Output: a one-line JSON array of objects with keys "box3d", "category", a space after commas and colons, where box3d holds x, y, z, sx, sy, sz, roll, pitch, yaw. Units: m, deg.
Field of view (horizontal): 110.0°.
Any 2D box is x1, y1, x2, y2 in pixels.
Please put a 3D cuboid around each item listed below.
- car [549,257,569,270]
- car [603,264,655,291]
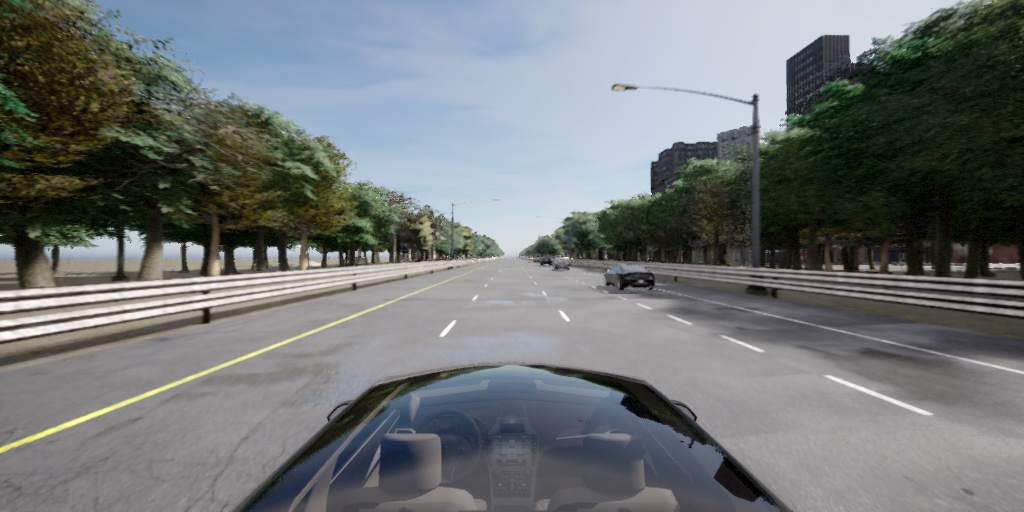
[{"box3d": [7.016, 1.284, 51.845, 2.128, 1.511, 4.902, 0, 0, 0], "category": "car"}, {"box3d": [6.994, 1.236, 21.894, 1.882, 1.535, 5.008, 0, 0, 0], "category": "car"}]
